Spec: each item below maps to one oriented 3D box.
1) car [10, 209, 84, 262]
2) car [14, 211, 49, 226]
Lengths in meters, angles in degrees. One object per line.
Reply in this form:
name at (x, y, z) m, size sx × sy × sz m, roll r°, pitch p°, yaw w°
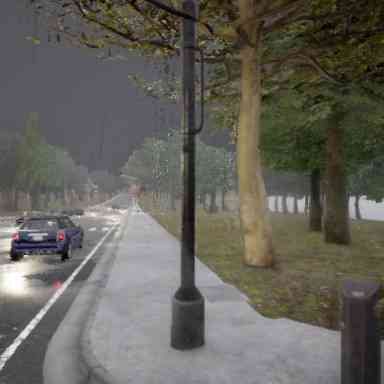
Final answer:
car at (-6.063, 1.798, 14.440) m, size 2.097 × 1.767 × 4.553 m, roll 0°, pitch -2°, yaw -10°
car at (-15.997, 2.623, 33.404) m, size 1.895 × 1.301 × 4.718 m, roll 0°, pitch -2°, yaw -10°
